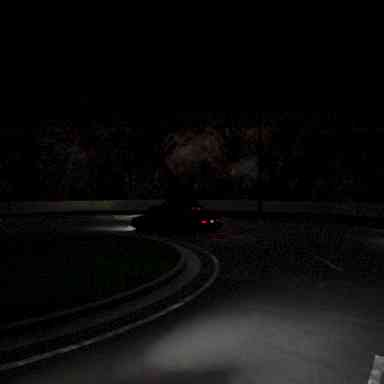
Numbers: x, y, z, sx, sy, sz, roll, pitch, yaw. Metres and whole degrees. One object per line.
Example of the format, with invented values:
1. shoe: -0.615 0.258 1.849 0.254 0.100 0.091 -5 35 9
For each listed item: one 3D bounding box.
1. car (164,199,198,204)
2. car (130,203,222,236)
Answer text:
1. car: -1.419 1.332 25.825 4.553 1.767 2.097 0 0 24
2. car: -1.009 1.534 18.216 5.357 1.411 2.033 0 0 37
